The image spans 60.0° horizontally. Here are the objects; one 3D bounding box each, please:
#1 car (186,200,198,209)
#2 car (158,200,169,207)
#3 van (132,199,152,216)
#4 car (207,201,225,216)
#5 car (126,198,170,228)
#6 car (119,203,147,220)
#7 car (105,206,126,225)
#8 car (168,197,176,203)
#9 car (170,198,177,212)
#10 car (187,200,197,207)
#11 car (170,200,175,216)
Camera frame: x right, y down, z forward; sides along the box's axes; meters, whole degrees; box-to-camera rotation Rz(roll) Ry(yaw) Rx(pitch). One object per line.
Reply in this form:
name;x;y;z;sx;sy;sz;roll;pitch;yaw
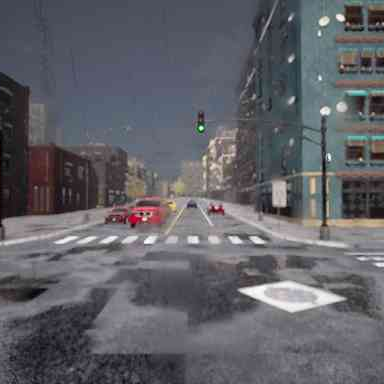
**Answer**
car;-0.002;2.081;54.495;2.033;1.411;5.357;0;-1;0
car;-5.680;2.236;66.627;1.802;1.307;4.206;1;-1;0
van;-5.674;1.716;38.197;1.690;1.788;3.998;1;-1;0
car;2.704;1.815;38.257;1.967;1.590;4.097;1;-1;0
car;-3.108;1.463;24.616;2.150;2.045;5.566;0;-1;0
car;-5.678;1.864;32.508;1.887;1.381;4.507;1;-1;0
car;-5.754;1.808;26.826;1.887;1.381;4.507;1;-1;0
car;-5.678;2.375;95.059;1.967;1.590;4.097;1;-1;0
car;-3.088;1.919;45.065;1.882;1.535;5.008;0;0;0
car;-0.003;2.201;64.919;1.994;1.385;4.181;0;-1;0
car;-3.090;1.865;34.596;1.812;1.442;4.674;0;-1;0
